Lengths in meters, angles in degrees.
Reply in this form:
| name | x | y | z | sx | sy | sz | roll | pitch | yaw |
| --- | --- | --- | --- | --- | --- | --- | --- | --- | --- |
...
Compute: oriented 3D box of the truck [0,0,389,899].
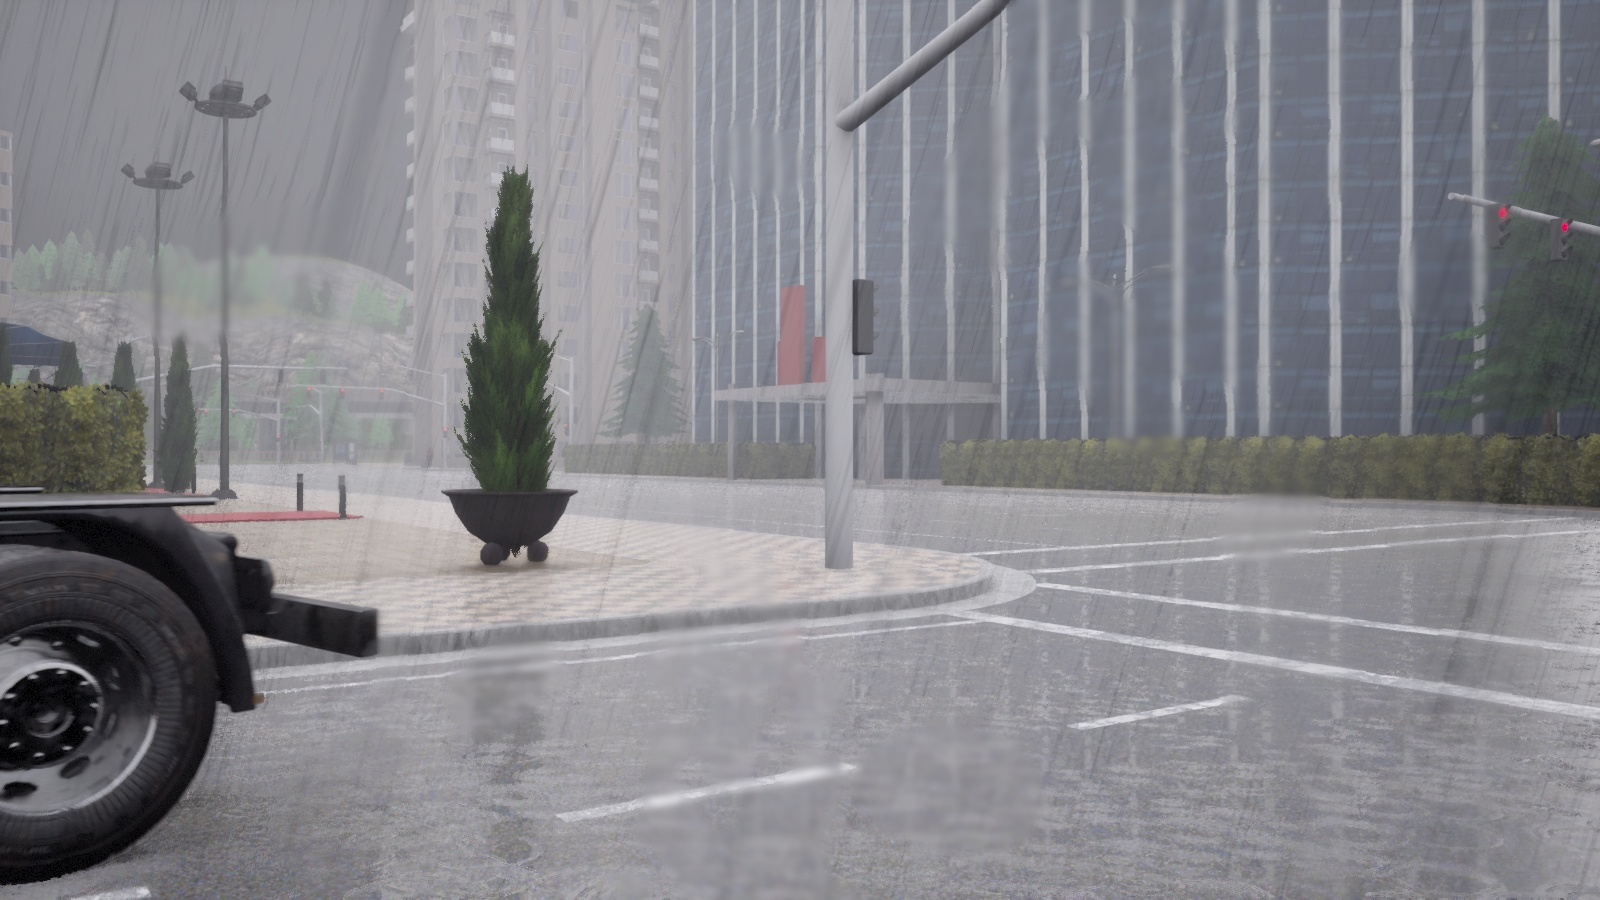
| name | x | y | z | sx | sy | sz | roll | pitch | yaw |
| --- | --- | --- | --- | --- | --- | --- | --- | --- | --- |
| truck | -5.418 | -0.218 | 3.191 | 2.891 | 3.462 | 7.936 | 0 | 0 | 42 |
